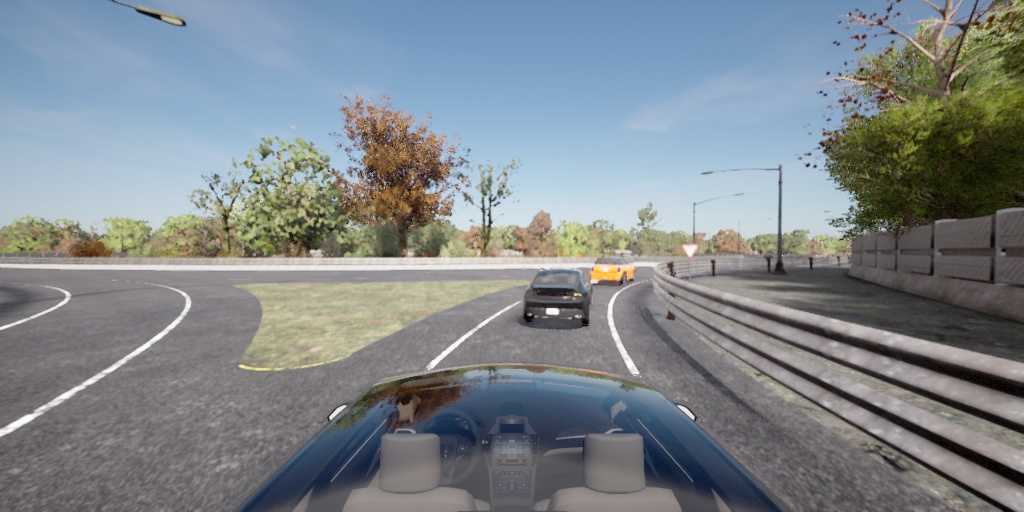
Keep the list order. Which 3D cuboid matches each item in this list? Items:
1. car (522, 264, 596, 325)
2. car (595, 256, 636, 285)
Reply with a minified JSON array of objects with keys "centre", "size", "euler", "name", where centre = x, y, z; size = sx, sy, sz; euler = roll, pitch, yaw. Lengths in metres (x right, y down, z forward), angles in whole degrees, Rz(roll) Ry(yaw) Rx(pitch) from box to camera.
[{"centre":[1.596,1.135,11.406],"size":[1.837,1.490,4.892],"euler":[0,1,14],"name":"car"},{"centre":[6.620,0.842,23.273],"size":[2.097,1.767,4.553],"euler":[1,1,29],"name":"car"}]
